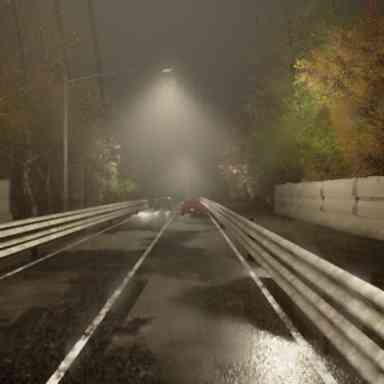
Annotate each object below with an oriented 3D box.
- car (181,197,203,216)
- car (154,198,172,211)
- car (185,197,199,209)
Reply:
[{"bbox_3d":[0.004,1.362,31.154,1.882,1.535,5.008,0,0,0],"label":"car"},{"bbox_3d":[-3.352,1.456,39.251,2.033,1.411,5.357,0,0,0],"label":"car"},{"bbox_3d":[0.039,1.470,45.208,1.812,1.442,4.674,0,0,0],"label":"car"}]
